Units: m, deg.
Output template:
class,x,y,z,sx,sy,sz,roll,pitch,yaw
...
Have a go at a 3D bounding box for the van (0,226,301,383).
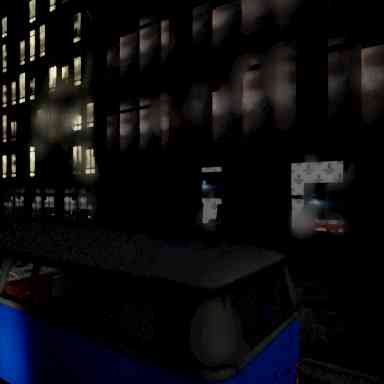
class,x,y,z,sx,sy,sz,roll,pitch,yaw
van,-0.909,1.341,3.522,3.998,1.788,1.690,0,0,35
